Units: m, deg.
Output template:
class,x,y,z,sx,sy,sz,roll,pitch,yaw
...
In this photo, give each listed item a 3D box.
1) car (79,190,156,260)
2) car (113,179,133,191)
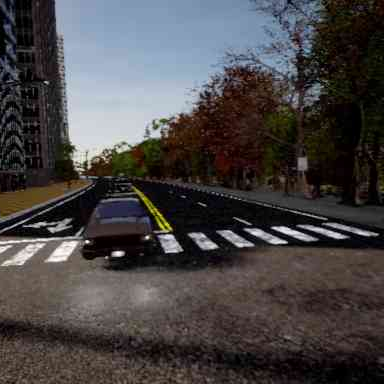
class,x,y,z,sx,sy,sz,roll,pitch,yaw
car,-2.236,0.914,10.383,2.033,1.411,5.357,-3,4,-11
car,-7.954,-0.688,38.217,1.837,1.490,4.892,-3,4,-12
